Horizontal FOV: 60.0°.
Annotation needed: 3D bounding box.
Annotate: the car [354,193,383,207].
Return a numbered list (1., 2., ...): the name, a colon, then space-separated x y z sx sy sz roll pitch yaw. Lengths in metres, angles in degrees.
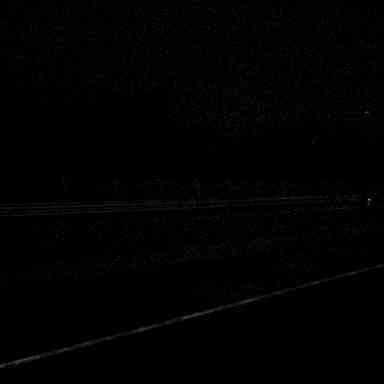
1. car: 21.462 0.936 39.854 4.553 1.767 2.097 -1 1 -33

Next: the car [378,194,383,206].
1. car: 23.419 1.133 36.963 5.357 1.411 2.033 -1 1 -33
